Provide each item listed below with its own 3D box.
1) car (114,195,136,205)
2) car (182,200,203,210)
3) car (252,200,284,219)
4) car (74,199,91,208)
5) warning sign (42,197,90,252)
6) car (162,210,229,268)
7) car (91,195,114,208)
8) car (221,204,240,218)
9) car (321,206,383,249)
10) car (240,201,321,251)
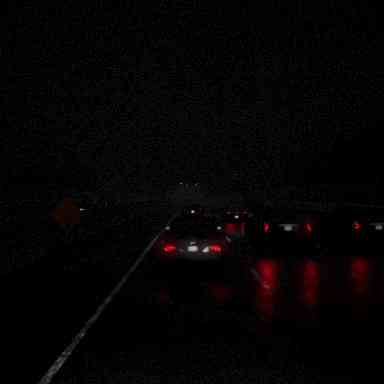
[{"bbox_3d":[-10.555,1.567,54.109,2.150,2.045,5.566,0,-1,0],"label":"car"},{"bbox_3d":[0.078,1.676,30.555,1.994,1.385,4.181,0,-1,0],"label":"car"},{"bbox_3d":[7.081,1.598,31.499,1.882,1.535,5.008,0,-1,0],"label":"car"},{"bbox_3d":[-17.550,1.884,53.385,2.033,1.411,5.357,0,-1,1],"label":"car"},{"bbox_3d":[-4.531,1.127,12.020,1.300,1.860,1.060,1,1,0],"label":"warning sign"},{"bbox_3d":[0.049,1.559,11.320,2.033,1.411,5.357,0,0,1],"label":"car"},{"bbox_3d":[-14.052,1.565,53.974,2.150,2.045,5.566,0,-1,0],"label":"car"},{"bbox_3d":[3.569,1.698,28.678,1.895,1.301,4.718,0,0,0],"label":"car"},{"bbox_3d":[7.071,1.372,14.685,2.097,1.767,4.553,0,0,0],"label":"car"},{"bbox_3d":[3.570,1.372,14.403,2.097,1.767,4.553,0,0,0],"label":"car"}]
